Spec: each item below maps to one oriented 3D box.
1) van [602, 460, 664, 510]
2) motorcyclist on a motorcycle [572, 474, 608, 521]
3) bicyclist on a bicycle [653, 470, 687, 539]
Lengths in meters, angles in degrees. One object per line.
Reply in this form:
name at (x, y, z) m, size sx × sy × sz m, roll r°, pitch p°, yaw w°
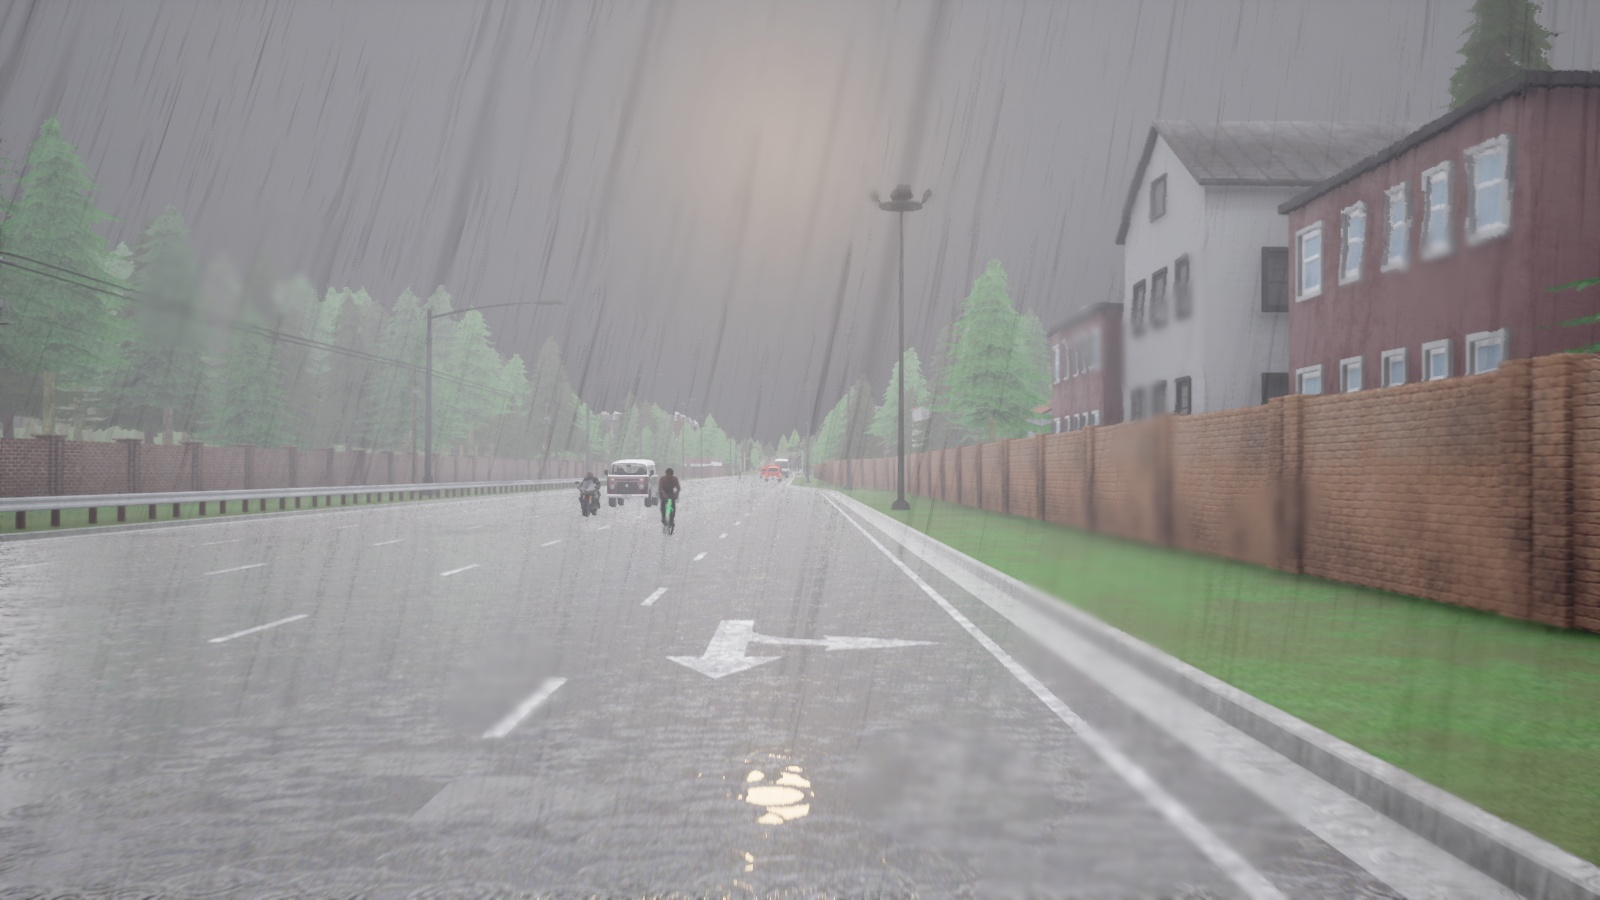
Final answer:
van at (-7.133, 1.470, 53.947) m, size 2.069 × 2.038 × 4.480 m, roll 0°, pitch -1°, yaw 0°
motorcyclist on a motorcycle at (-7.104, 1.592, 42.637) m, size 0.866 × 1.530 × 2.191 m, roll 0°, pitch -1°, yaw 0°
bicyclist on a bicycle at (-3.128, 1.284, 30.129) m, size 0.582 × 1.620 × 1.656 m, roll 0°, pitch -1°, yaw -13°
